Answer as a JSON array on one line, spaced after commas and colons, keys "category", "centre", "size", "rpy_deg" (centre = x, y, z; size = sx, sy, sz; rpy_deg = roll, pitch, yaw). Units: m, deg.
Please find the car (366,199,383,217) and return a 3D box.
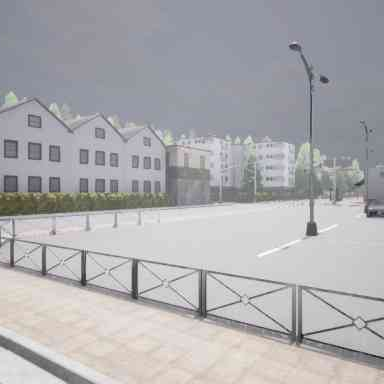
[{"category": "car", "centre": [15.380, 1.298, 26.835], "size": [2.007, 1.523, 4.514], "rpy_deg": [0, 0, 35]}]
